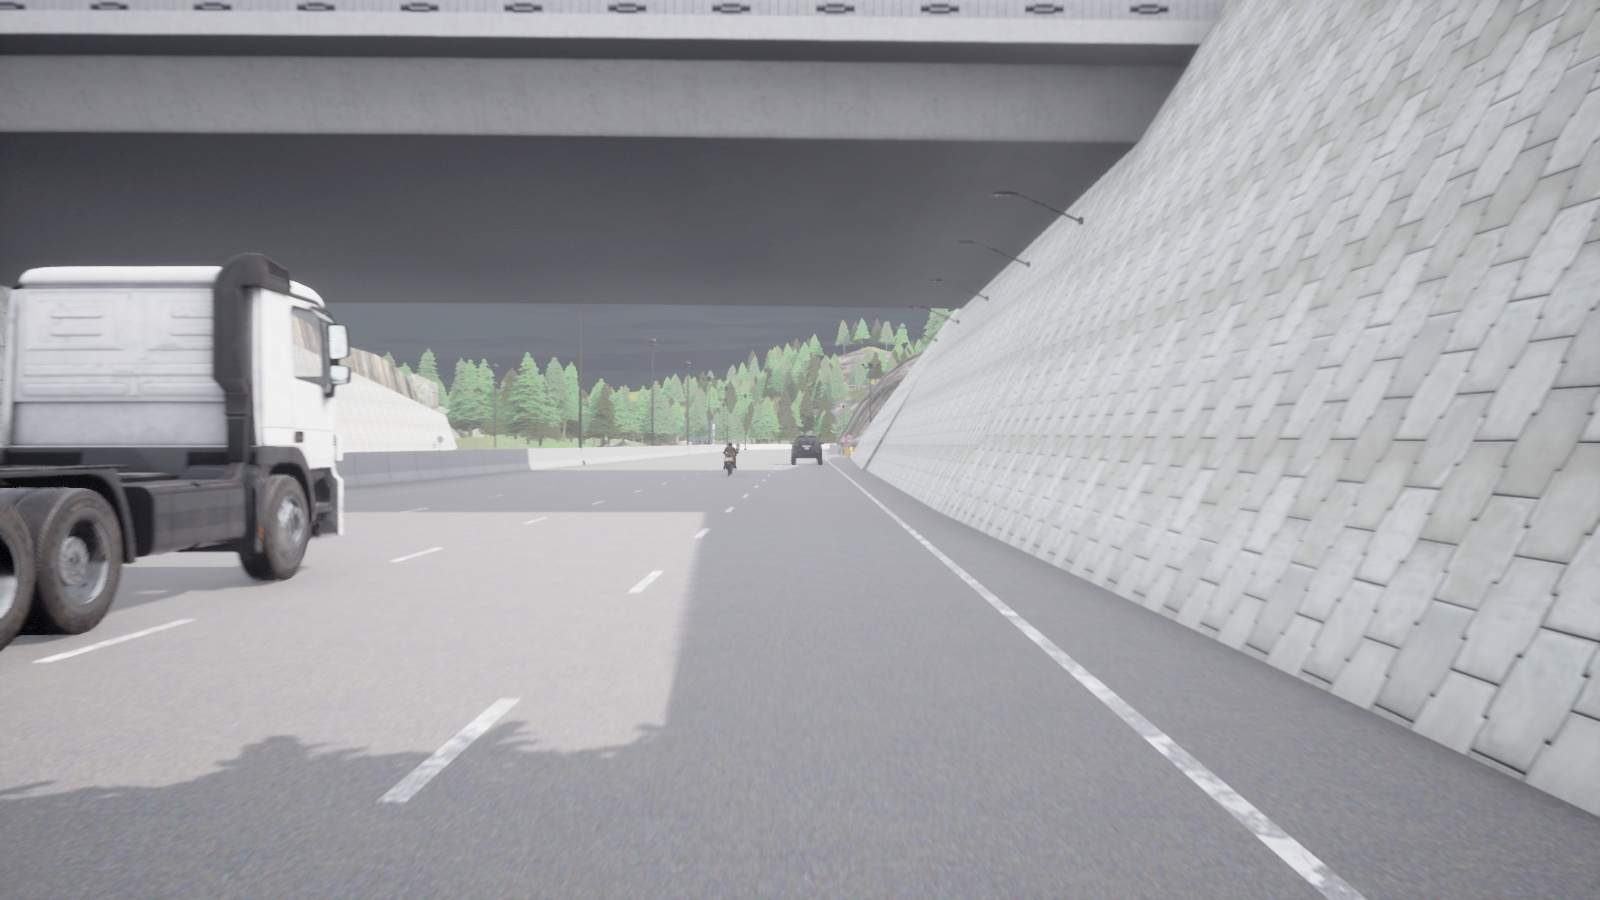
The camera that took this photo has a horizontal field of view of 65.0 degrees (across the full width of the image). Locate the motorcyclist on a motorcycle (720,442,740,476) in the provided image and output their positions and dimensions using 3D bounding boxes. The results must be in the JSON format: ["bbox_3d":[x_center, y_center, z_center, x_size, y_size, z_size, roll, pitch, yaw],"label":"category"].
[{"bbox_3d":[-3.171,0.408,56.960,0.797,1.523,2.044,0,0,0],"label":"motorcyclist on a motorcycle"}]

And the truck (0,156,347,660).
[{"bbox_3d":[-6.921,-0.303,11.137,2.891,3.462,7.936,0,0,0],"label":"truck"}]

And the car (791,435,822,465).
[{"bbox_3d":[0.473,-0.029,88.738,2.150,2.045,5.566,0,0,0],"label":"car"}]
